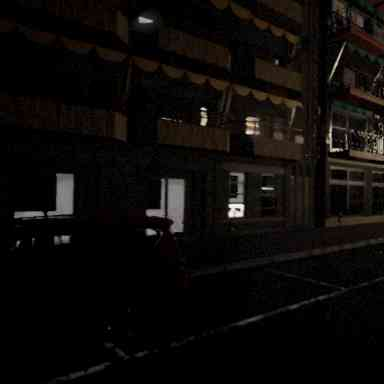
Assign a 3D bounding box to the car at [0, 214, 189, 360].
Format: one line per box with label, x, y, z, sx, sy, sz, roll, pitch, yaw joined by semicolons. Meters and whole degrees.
car;-2.366;1.315;4.848;5.009;1.841;2.192;0;1;-35
